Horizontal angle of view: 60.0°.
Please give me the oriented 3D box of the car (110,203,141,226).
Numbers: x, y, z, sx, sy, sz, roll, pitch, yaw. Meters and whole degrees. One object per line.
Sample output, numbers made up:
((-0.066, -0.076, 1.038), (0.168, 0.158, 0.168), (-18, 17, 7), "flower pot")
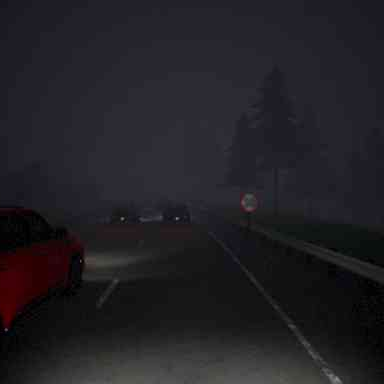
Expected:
((-4.689, 1.531, 23.653), (1.812, 1.442, 4.674), (0, 0, -5), "car")

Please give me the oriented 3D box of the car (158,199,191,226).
((-1.184, 1.493, 23.696), (2.128, 1.511, 4.902), (0, 0, -6), "car")

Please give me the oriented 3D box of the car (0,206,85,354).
((-3.525, 1.226, 5.416), (2.150, 2.045, 5.566), (0, 0, -1), "car")

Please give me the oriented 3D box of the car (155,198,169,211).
((-3.505, 1.482, 41.052), (1.882, 1.535, 5.008), (0, 0, -9), "car")
